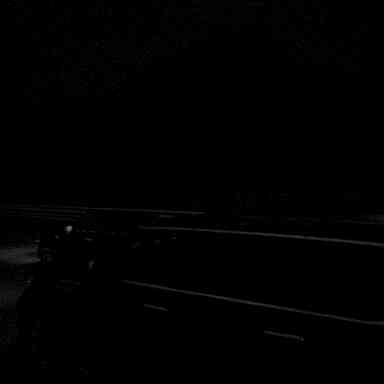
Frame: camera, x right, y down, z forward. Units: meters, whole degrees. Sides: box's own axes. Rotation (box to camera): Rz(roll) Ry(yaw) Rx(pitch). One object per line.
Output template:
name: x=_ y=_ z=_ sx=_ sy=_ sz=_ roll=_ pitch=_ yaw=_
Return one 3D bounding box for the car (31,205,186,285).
car: x=-2.653 y=1.351 z=10.122 sx=4.553 sy=1.767 sz=2.097 roll=0 pitch=0 yaw=35

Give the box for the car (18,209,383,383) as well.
car: x=0.358 y=1.222 z=3.714 sx=5.566 sy=2.045 sz=2.150 roll=0 pitch=0 yaw=35
